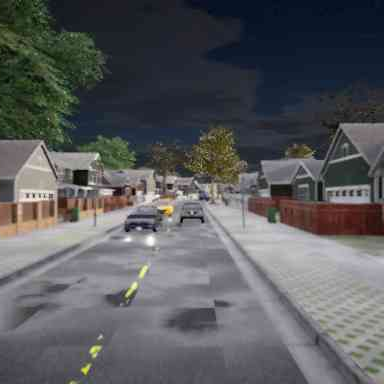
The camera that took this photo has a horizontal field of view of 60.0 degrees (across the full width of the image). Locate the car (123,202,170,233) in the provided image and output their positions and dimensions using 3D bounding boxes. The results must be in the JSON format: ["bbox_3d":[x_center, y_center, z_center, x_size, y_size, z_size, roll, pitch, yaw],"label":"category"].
[{"bbox_3d":[-2.759,1.553,20.154,2.033,1.411,5.357,0,0,1],"label":"car"}]

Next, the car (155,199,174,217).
[{"bbox_3d":[-2.774,1.489,31.388,1.882,1.535,5.008,0,0,0],"label":"car"}]

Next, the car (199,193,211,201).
[{"bbox_3d":[3.061,1.283,85.085,2.150,2.045,5.566,0,0,10],"label":"car"}]

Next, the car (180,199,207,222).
[{"bbox_3d":[0.003,1.558,26.593,2.033,1.411,5.357,0,0,0],"label":"car"}]
